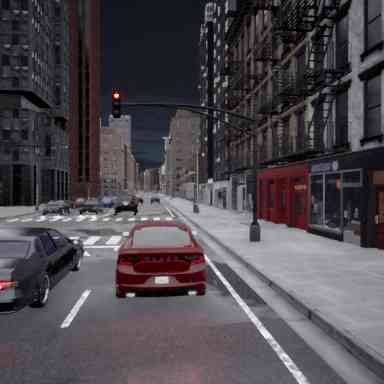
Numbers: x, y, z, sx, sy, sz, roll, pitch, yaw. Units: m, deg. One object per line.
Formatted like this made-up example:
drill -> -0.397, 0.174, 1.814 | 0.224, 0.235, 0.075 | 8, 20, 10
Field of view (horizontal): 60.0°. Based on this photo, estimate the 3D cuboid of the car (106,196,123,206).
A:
car -> -12.690, 1.513, 54.762 | 2.128, 1.511, 4.902 | 0, 0, -6

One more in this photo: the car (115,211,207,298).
car -> -0.811, 1.477, 8.611 | 1.882, 1.535, 5.008 | 0, 0, -6

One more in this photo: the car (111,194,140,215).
car -> -6.603, 1.231, 33.613 | 2.150, 2.045, 5.566 | 0, 0, -9

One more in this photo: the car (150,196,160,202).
car -> -8.433, 1.571, 75.501 | 2.033, 1.411, 5.357 | 0, 0, -6

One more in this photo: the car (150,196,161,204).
car -> -7.165, 1.532, 65.200 | 1.837, 1.490, 4.892 | 0, 0, -6

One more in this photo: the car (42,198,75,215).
car -> -13.595, 1.515, 33.666 | 1.837, 1.490, 4.892 | 0, 0, -6

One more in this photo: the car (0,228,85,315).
car -> -3.917, 1.547, 7.739 | 2.033, 1.411, 5.357 | 0, 0, -6

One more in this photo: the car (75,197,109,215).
car -> -10.479, 1.558, 35.004 | 2.033, 1.411, 5.357 | 0, 0, -6

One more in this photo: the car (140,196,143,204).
car -> -10.489, 1.504, 64.789 | 1.882, 1.535, 5.008 | 0, 0, -6

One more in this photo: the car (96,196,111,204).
car -> -16.993, 1.519, 64.186 | 2.128, 1.511, 4.902 | 0, 0, -6

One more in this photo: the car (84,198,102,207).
car -> -15.787, 1.622, 53.197 | 1.895, 1.301, 4.718 | 0, 0, -6

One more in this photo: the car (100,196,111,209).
car -> -11.557, 1.494, 44.647 | 1.882, 1.535, 5.008 | 0, 0, -6
